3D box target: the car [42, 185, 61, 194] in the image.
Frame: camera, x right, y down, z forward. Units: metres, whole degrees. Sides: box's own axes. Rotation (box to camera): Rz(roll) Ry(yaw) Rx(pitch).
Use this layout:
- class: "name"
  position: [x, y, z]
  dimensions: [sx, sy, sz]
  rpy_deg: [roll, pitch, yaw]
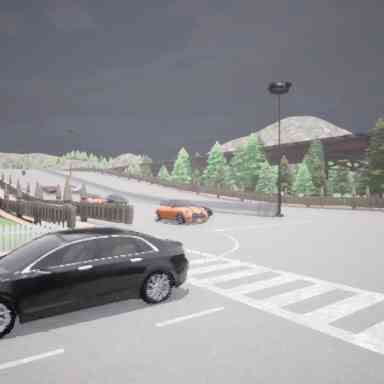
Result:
- class: "car"
  position: [-22.440, -0.370, 53.101]
  dimensions: [1.895, 1.301, 4.718]
  rpy_deg: [0, 7, -37]

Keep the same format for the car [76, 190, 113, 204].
- class: "car"
  position: [-11.224, 1.033, 38.053]
  dimensions: [2.097, 1.767, 4.553]
  rpy_deg: [0, 3, -37]

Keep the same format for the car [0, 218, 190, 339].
- class: "car"
  position: [-2.319, 1.505, 6.512]
  dimensions: [4.892, 1.490, 1.837]
  rpy_deg: [0, 1, -36]

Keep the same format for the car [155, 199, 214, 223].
- class: "car"
  position: [-0.852, 1.351, 24.392]
  dimensions: [2.097, 1.767, 4.553]
  rpy_deg: [0, 0, -37]

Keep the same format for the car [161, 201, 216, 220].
- class: "car"
  position: [-0.429, 1.538, 29.618]
  dimensions: [2.033, 1.411, 5.357]
  rpy_deg: [0, 0, -37]

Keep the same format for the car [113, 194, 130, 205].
- class: "car"
  position: [-9.420, 1.096, 41.473]
  dimensions: [1.837, 1.490, 4.892]
  rpy_deg: [0, 4, -37]

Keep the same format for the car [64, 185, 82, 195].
- class: "car"
  position: [-19.695, -0.428, 55.276]
  dimensions: [1.895, 1.301, 4.718]
  rpy_deg: [0, 7, -37]
